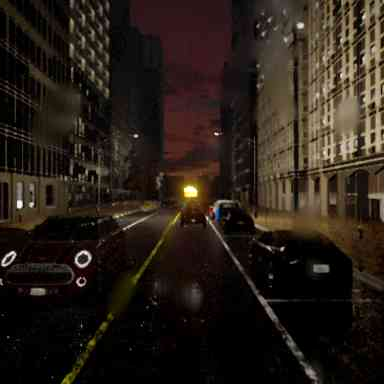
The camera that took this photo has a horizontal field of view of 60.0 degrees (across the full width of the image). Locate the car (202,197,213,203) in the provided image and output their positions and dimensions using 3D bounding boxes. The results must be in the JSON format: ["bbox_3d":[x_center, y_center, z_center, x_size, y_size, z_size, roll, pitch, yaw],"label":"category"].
[{"bbox_3d":[2.683,1.771,54.546,2.192,1.841,5.009,0,0,0],"label":"car"}]

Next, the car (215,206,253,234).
[{"bbox_3d":[2.689,1.746,20.391,1.947,1.339,4.313,0,0,0],"label":"car"}]

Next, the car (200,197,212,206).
[{"bbox_3d":[2.681,1.859,65.930,2.192,1.841,5.009,0,0,0],"label":"car"}]

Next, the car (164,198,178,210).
[{"bbox_3d":[-3.089,1.905,50.782,1.882,1.535,5.008,0,0,0],"label":"car"}]

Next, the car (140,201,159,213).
[{"bbox_3d":[-5.696,1.892,42.998,1.752,1.417,4.829,0,0,0],"label":"car"}]

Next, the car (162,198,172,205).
[{"bbox_3d":[-5.703,2.196,77.323,1.947,1.339,4.313,0,0,0],"label":"car"}]

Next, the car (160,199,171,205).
[{"bbox_3d":[-5.702,2.139,71.630,2.008,1.369,4.403,0,0,0],"label":"car"}]

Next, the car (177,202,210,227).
[{"bbox_3d":[0.094,1.740,24.447,1.812,1.442,4.674,0,0,0],"label":"car"}]

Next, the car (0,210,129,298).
[{"bbox_3d":[-3.102,1.433,8.941,2.097,1.767,4.553,0,-1,0],"label":"car"}]

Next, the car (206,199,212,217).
[{"bbox_3d":[2.687,1.715,31.777,1.967,1.590,4.097,0,0,0],"label":"car"}]

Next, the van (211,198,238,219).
[{"bbox_3d":[2.688,1.569,26.087,1.690,1.788,3.998,0,0,0],"label":"van"}]

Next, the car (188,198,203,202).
[{"bbox_3d":[0.092,1.859,41.631,1.837,1.490,4.892,0,-1,0],"label":"car"}]

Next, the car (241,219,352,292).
[{"bbox_3d":[2.691,1.647,9.007,1.947,1.339,4.313,0,0,0],"label":"car"}]

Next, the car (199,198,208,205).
[{"bbox_3d":[2.678,2.156,77.481,1.752,1.417,4.829,0,0,0],"label":"car"}]

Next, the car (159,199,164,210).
[{"bbox_3d":[-5.698,1.963,48.862,2.008,1.369,4.403,0,0,0],"label":"car"}]

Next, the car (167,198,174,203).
[{"bbox_3d":[-5.705,2.295,88.705,1.802,1.307,4.206,0,0,0],"label":"car"}]

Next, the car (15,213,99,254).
[{"bbox_3d":[-5.691,1.698,14.706,1.947,1.339,4.313,0,0,0],"label":"car"}]
